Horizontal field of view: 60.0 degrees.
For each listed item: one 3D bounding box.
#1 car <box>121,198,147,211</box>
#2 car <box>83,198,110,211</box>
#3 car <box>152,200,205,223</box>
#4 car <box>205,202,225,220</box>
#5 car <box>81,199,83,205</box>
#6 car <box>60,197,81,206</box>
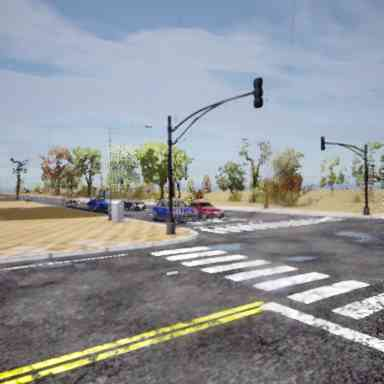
[{"bbox_3d":[-7.272,1.512,40.990,2.128,1.511,4.902,-1,1,-33],"label":"car"},{"bbox_3d":[-11.761,1.557,41.945,1.882,1.535,5.008,-1,1,-33],"label":"car"},{"bbox_3d":[-1.350,1.418,25.882,2.097,1.767,4.553,-1,1,-33],"label":"car"},{"bbox_3d":[0.874,1.536,28.445,1.812,1.442,4.674,-1,1,-33],"label":"car"},{"bbox_3d":[-17.750,1.632,57.301,1.895,1.301,4.718,-1,1,-33],"label":"car"},{"bbox_3d":[-20.647,1.489,55.797,1.895,1.301,4.718,-1,1,-33],"label":"car"}]
